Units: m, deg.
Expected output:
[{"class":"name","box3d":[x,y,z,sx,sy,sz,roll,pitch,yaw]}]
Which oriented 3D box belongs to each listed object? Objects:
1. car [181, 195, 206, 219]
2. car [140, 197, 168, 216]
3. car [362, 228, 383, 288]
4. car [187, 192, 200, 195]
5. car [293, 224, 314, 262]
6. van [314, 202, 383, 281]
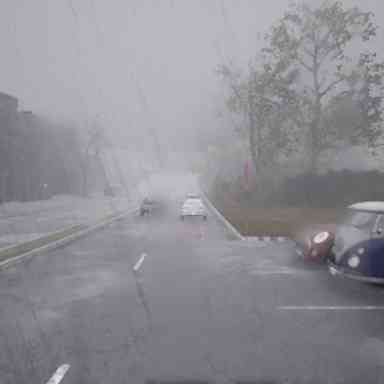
[{"class":"car","box3d":[0.108,1.225,25.672,1.812,1.442,4.674,0,1,0]},{"class":"car","box3d":[-3.142,1.142,27.849,2.128,1.511,4.902,0,1,0]},{"class":"car","box3d":[5.534,1.461,4.833,4.892,1.521,2.231,0,0,0]},{"class":"car","box3d":[0.113,0.741,42.871,1.812,1.442,4.674,0,2,0]},{"class":"car","box3d":[5.571,1.294,10.342,4.553,1.767,2.185,0,1,0]},{"class":"van","box3d":[5.424,1.218,7.589,4.442,1.987,1.878,0,0,0]}]
